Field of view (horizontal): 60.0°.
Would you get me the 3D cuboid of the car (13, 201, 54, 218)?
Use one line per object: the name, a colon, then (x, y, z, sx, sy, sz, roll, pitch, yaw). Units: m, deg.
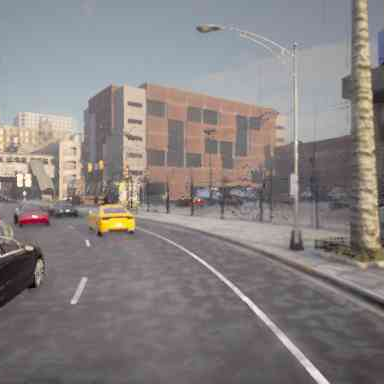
car: (-11.389, 1.602, 23.589, 1.994, 1.385, 4.181, 0, 0, -32)

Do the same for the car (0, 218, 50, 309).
car: (-4.252, 1.508, 6.203, 2.128, 1.511, 4.902, 0, 0, -9)

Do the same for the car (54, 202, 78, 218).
car: (-11.989, 1.597, 30.766, 1.994, 1.385, 4.181, 0, 0, -34)

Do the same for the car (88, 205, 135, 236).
car: (-4.658, 1.482, 18.839, 1.882, 1.535, 5.008, 0, 0, -24)

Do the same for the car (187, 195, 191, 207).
car: (-0.283, 1.199, 46.263, 2.185, 1.767, 4.553, 0, 0, -36)
